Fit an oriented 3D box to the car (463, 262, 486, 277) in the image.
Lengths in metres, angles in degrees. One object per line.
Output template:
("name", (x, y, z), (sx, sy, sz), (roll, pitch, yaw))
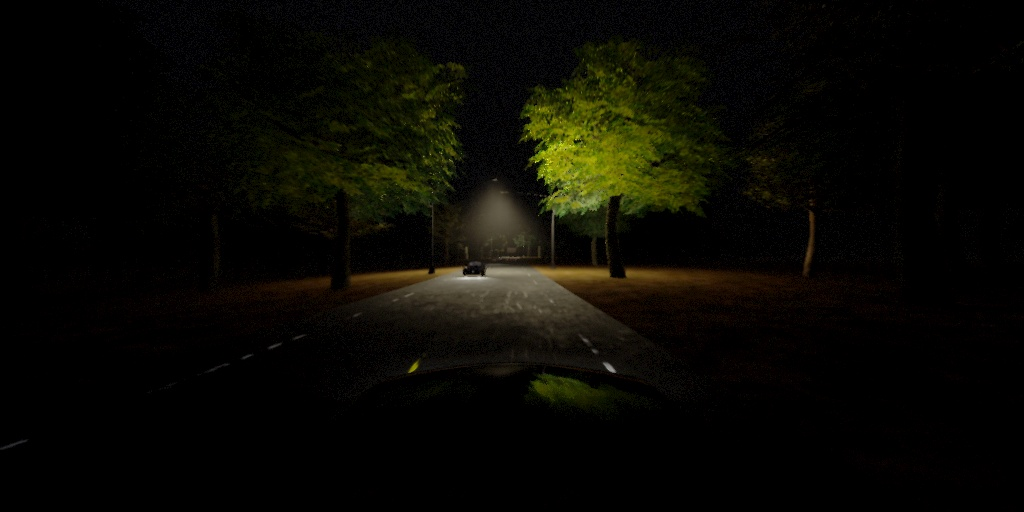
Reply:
("car", (-3.606, 1.251, 35.108), (1.994, 1.385, 4.181), (0, 0, 0))
